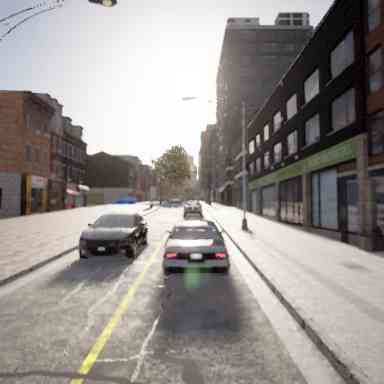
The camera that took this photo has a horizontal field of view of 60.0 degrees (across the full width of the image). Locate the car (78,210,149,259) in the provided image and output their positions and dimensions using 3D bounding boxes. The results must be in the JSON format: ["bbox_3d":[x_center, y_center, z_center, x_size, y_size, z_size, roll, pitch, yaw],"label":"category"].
[{"bbox_3d":[-2.850,1.522,12.965,1.882,1.535,5.008,0,0,0],"label":"car"}]

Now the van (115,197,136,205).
[{"bbox_3d":[-12.925,1.806,65.002,3.998,1.788,1.690,0,-3,0],"label":"van"}]

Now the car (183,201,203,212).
[{"bbox_3d":[0.101,1.618,32.976,2.033,1.411,5.357,0,0,0],"label":"car"}]

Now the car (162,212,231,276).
[{"bbox_3d":[0.102,1.587,10.455,2.033,1.411,5.357,0,0,0],"label":"car"}]
